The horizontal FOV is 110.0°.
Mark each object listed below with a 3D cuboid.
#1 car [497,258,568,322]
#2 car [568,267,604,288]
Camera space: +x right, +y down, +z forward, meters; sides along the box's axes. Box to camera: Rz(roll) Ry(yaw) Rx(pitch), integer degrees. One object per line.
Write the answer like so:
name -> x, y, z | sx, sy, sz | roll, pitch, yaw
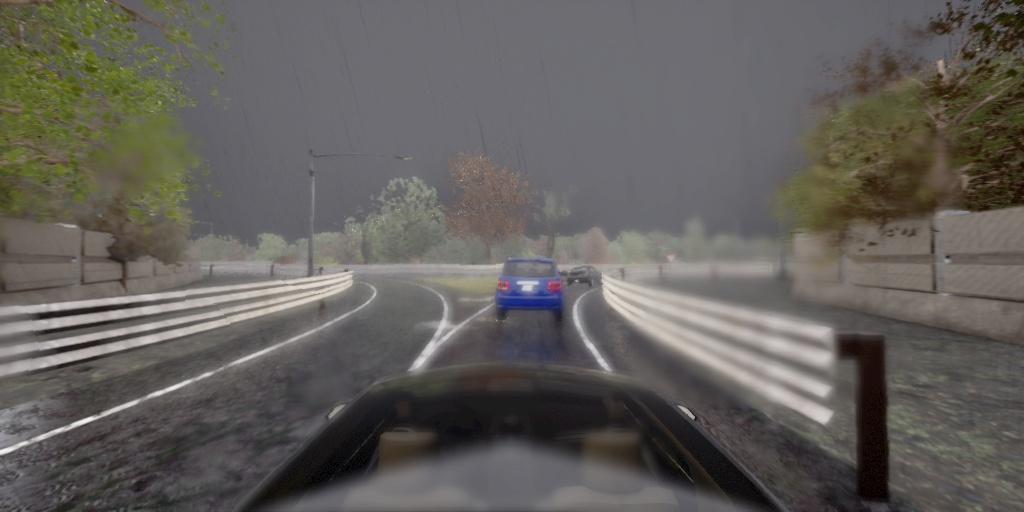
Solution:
car -> 0.872, 1.118, 13.251 | 2.150, 2.045, 5.566 | 0, -1, 8
car -> 5.776, 1.588, 27.601 | 1.837, 1.490, 4.892 | 0, -1, 28
